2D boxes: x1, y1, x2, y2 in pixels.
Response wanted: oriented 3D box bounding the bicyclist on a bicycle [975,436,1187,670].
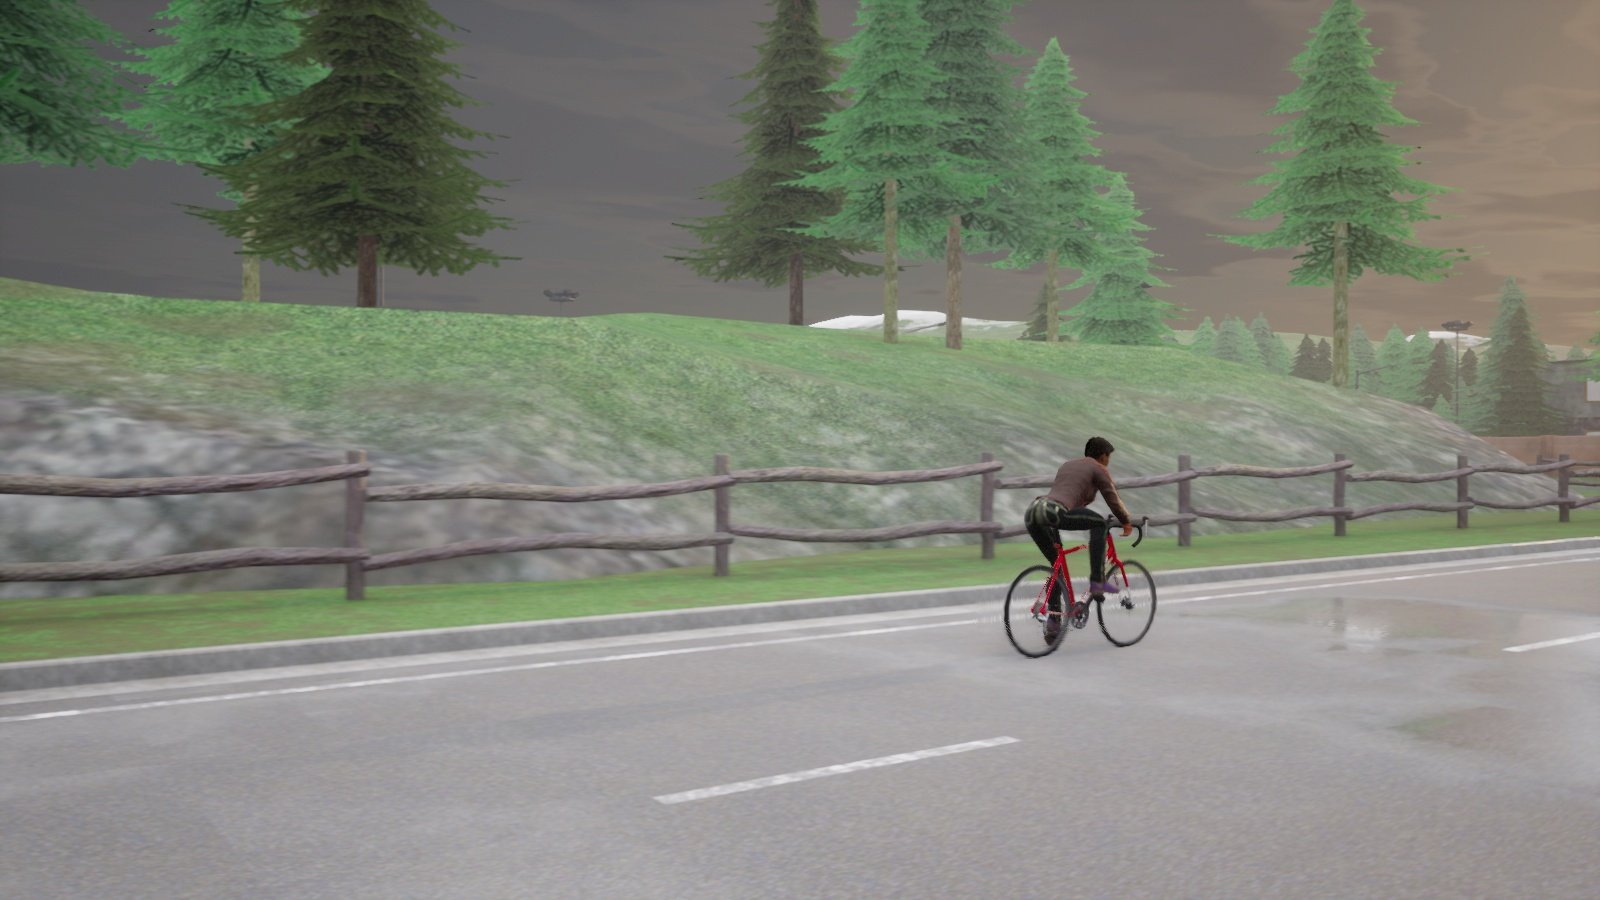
[{"bbox_3d":[2.126,0.716,9.403,1.656,1.620,0.582,0,0,-35],"label":"bicyclist on a bicycle"}]
